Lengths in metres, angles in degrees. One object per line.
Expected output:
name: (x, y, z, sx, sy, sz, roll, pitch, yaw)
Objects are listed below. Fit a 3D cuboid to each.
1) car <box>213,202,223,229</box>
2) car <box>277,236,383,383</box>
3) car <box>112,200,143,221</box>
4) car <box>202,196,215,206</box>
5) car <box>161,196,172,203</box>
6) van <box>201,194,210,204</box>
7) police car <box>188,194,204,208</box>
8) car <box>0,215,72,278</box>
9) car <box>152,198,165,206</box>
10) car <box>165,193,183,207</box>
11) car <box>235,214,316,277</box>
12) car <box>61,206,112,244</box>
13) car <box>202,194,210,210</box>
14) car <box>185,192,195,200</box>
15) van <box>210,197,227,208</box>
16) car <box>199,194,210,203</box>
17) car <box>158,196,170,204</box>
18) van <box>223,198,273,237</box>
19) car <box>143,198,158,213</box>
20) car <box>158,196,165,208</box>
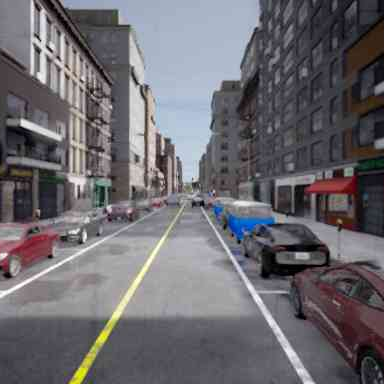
car: (2.634, 1.549, 21.055, 2.008, 1.369, 4.403, 0, 0, 0)
car: (2.637, 1.580, 4.524, 1.802, 1.307, 4.206, 0, 0, 0)
car: (-5.392, 1.441, 26.564, 1.967, 1.590, 4.097, 0, 0, 0)
car: (2.628, 1.459, 54.121, 1.967, 1.590, 4.097, 0, 0, 0)
car: (-5.400, 1.593, 70.652, 1.947, 1.339, 4.313, 0, 0, 0)
van: (2.626, 1.366, 65.142, 1.690, 1.788, 3.998, 0, 0, 0)
police car: (0.817, 1.440, 47.578, 1.930, 1.638, 5.238, 0, 0, 0)
car: (-5.389, 1.579, 10.032, 1.802, 1.307, 4.206, 0, 0, 0)
car: (-5.397, 1.601, 54.119, 1.802, 1.307, 4.206, 0, 0, 0)
car: (-2.835, 1.369, 50.552, 2.097, 1.767, 4.553, 0, 0, 0)
car: (2.636, 1.563, 10.034, 1.947, 1.339, 4.313, 0, 0, 0)
car: (-5.390, 1.548, 15.543, 2.008, 1.369, 4.403, 0, 0, 0)
car: (2.630, 1.452, 43.099, 1.967, 1.590, 4.097, 0, 0, 0)
car: (-0.013, 1.073, 81.559, 2.150, 2.045, 5.566, 0, 0, 0)
van: (2.633, 1.342, 26.566, 1.690, 1.788, 3.998, 0, 0, 0)
car: (2.625, 1.343, 70.654, 2.192, 1.841, 5.009, 0, 0, 0)
car: (-5.399, 1.570, 65.142, 1.887, 1.381, 4.507, 0, 0, 0)
van: (2.635, 1.338, 15.545, 1.690, 1.788, 3.998, 0, 0, 0)
car: (-5.394, 1.558, 37.586, 2.008, 1.369, 4.403, 0, 0, 0)
car: (-5.396, 1.560, 48.608, 1.887, 1.381, 4.507, 0, 0, 0)
